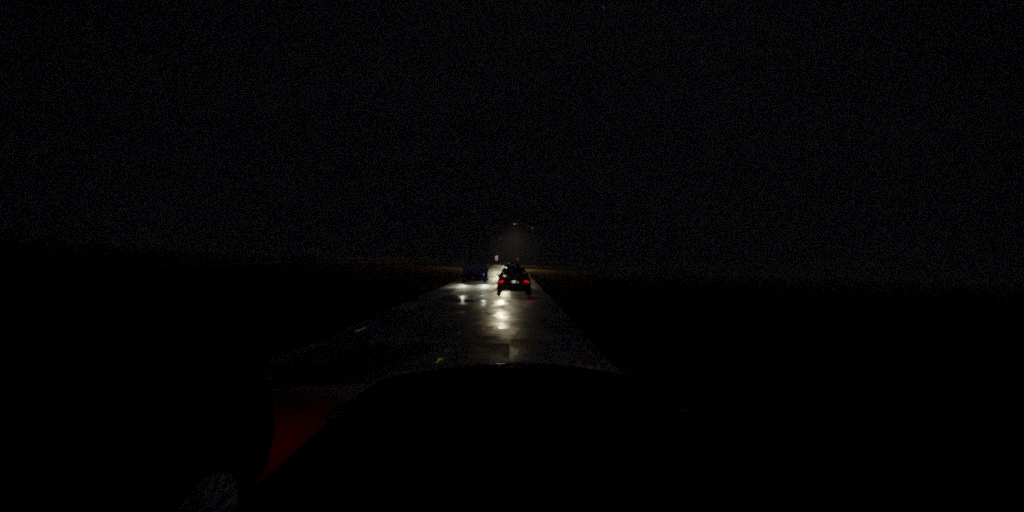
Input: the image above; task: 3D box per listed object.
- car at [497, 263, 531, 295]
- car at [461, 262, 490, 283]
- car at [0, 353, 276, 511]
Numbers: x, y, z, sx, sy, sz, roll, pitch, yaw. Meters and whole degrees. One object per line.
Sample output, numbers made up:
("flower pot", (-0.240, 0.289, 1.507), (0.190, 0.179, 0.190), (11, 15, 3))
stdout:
("car", (0.097, 1.329, 20.208), (2.033, 1.411, 5.357), (0, 0, 0))
("car", (-2.850, 1.290, 28.672), (1.882, 1.535, 5.008), (0, 0, 0))
("car", (-2.838, 1.228, 0.799), (1.882, 1.535, 5.008), (0, 0, 0))
